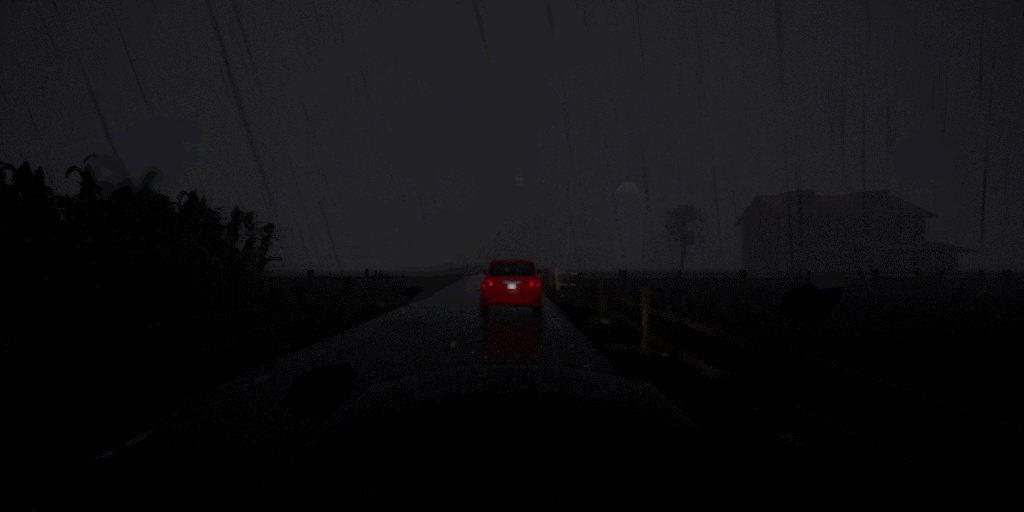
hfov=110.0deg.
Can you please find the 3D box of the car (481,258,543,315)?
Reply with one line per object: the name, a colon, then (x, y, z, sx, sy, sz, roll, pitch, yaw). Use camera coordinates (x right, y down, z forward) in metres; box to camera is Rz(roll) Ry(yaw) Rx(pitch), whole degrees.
car: (0.011, 1.112, 14.425, 2.150, 2.045, 5.566, 0, 0, 0)
